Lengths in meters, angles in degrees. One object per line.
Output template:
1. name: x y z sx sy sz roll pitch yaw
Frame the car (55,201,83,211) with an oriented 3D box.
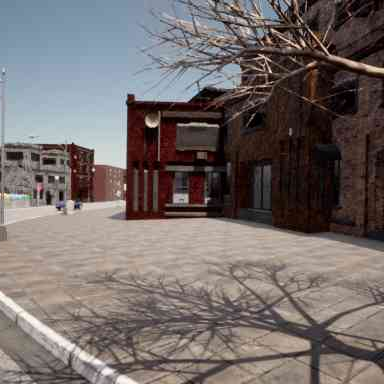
1. car: -16.266 1.793 44.333 1.895 1.301 4.718 1 0 3
